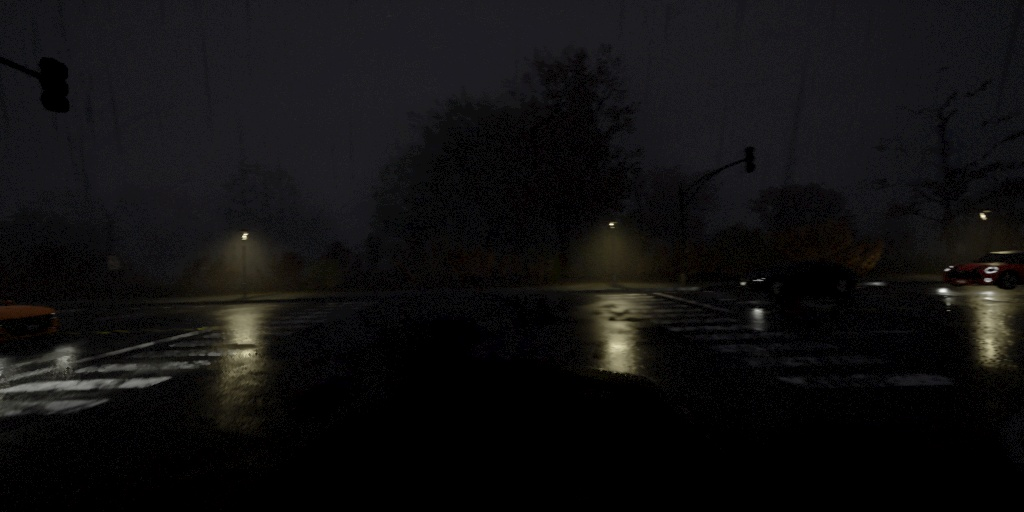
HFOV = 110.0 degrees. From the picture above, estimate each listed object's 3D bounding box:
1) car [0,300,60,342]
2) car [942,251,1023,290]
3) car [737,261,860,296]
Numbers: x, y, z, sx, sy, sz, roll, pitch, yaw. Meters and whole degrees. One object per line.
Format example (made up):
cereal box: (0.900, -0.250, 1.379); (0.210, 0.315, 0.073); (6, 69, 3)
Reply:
car: (-15.416, 1.709, 9.588); (5.008, 1.535, 1.882); (-2, 0, -2)
car: (23.022, 0.555, 16.520); (4.553, 1.767, 2.097); (-2, 0, 2)
car: (13.223, 0.982, 16.733); (4.892, 1.490, 1.837); (-2, 0, 1)
